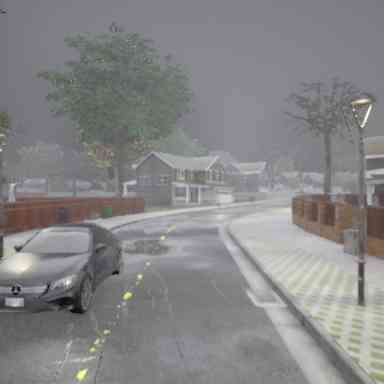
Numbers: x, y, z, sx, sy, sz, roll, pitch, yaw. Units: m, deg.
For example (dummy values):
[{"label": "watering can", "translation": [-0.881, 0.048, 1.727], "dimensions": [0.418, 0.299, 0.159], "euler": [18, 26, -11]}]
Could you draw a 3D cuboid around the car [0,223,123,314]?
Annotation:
[{"label": "car", "translation": [-2.830, 1.501, 7.667], "dimensions": [1.812, 1.442, 4.674], "euler": [0, 0, 0]}]
